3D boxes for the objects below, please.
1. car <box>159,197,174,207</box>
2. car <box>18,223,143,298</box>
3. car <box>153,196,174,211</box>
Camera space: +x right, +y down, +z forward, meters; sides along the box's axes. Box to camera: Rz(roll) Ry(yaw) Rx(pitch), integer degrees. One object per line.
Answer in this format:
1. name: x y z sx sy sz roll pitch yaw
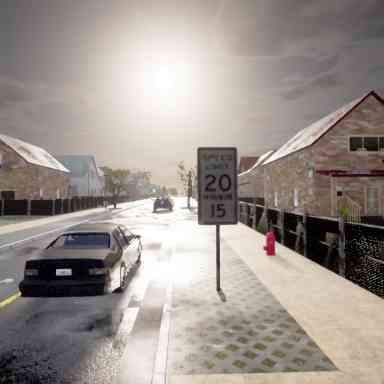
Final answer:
1. car: -3.736 1.493 49.442 1.994 1.385 4.181 0 0 -2
2. car: -2.464 1.530 8.693 2.033 1.411 5.357 0 0 -2
3. car: -3.371 1.277 39.193 2.097 1.767 4.553 0 0 -1
